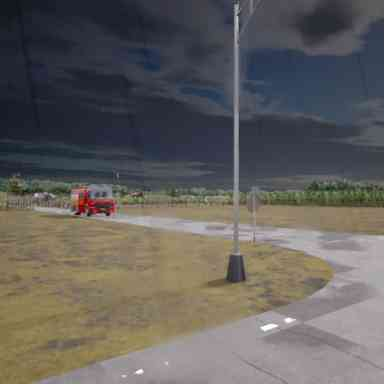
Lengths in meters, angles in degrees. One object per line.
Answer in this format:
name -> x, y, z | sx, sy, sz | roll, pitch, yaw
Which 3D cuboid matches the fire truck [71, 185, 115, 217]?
fire truck -> -12.800, 1.086, 42.205 | 2.891, 3.827, 8.468 | 0, -1, -35
